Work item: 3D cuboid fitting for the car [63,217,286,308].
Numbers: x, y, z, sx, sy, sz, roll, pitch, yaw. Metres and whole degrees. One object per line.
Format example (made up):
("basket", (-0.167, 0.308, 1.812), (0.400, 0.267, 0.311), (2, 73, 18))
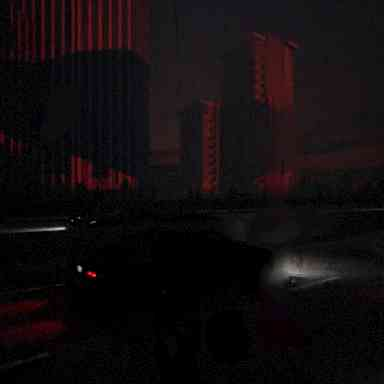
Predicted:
("car", (-0.153, 1.548, 7.938), (5.357, 1.411, 2.033), (0, 0, -35))

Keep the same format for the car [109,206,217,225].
("car", (-0.979, 1.549, 16.193), (5.357, 1.411, 2.033), (0, 0, -36))

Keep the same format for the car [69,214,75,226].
("car", (-5.670, 1.565, 21.445), (4.181, 1.385, 1.994), (0, 0, -36))

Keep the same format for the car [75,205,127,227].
("car", (-3.734, 1.527, 18.527), (4.674, 1.442, 1.812), (0, 0, -36))
